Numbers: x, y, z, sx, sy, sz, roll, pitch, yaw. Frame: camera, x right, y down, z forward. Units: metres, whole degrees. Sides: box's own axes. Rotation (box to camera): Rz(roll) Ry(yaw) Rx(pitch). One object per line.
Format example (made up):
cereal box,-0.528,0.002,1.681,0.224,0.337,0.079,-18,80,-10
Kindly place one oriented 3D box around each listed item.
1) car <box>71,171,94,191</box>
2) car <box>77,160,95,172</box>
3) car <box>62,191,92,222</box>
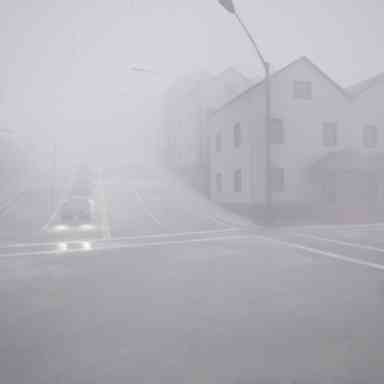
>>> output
car,-10.958,-0.650,33.356,1.837,1.490,4.892,0,13,-16
car,-13.656,-3.091,42.807,2.097,1.767,4.553,0,13,-16
car,-8.228,1.101,23.903,1.812,1.442,4.674,0,6,-16
